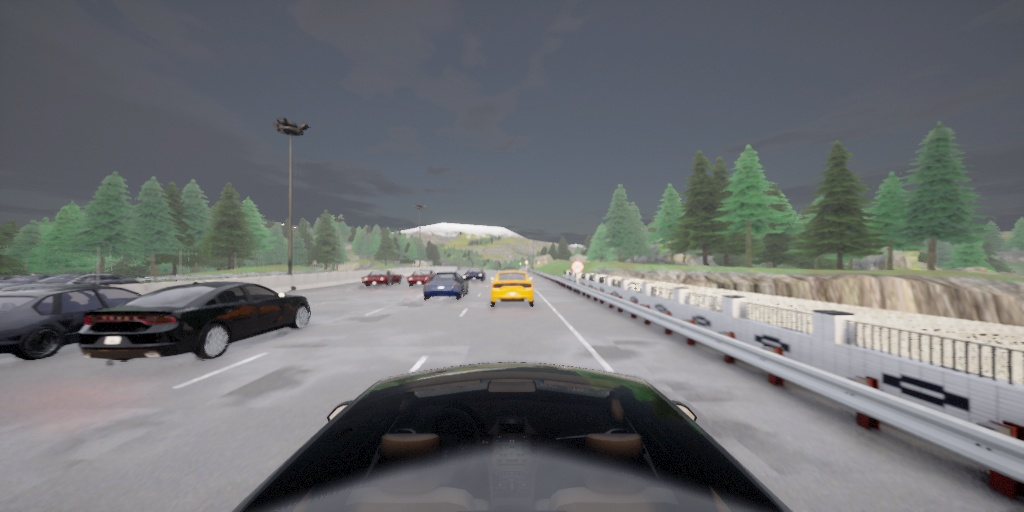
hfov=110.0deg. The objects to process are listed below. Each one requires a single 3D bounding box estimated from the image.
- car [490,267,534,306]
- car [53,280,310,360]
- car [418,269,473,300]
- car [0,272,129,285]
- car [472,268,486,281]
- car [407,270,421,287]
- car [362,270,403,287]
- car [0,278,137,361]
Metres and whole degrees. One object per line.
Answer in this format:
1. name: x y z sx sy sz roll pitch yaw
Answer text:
1. car: -0.005 1.413 17.090 1.882 1.535 5.008 0 -1 0
2. car: -6.937 1.337 8.691 1.882 1.535 5.008 0 -1 0
3. car: -3.526 1.566 19.784 1.994 1.385 4.181 0 -1 0
4. car: -21.203 1.564 17.476 2.128 1.511 4.902 0 -1 0
5. car: -3.663 1.908 36.788 1.895 1.301 4.718 0 -1 0
6. car: -7.105 1.799 29.596 1.895 1.301 4.718 0 -1 0
7. car: -10.607 1.824 29.809 1.895 1.301 4.718 0 -1 0
8. car: -10.436 1.428 8.616 2.033 1.411 5.357 0 -1 0
